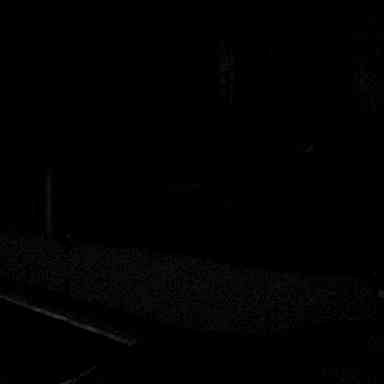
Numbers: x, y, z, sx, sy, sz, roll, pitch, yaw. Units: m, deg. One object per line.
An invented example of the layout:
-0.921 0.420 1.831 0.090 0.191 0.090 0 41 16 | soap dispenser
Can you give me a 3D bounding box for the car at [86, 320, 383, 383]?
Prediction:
0.990 1.584 2.101 4.206 1.307 1.802 -1 0 36 | car
